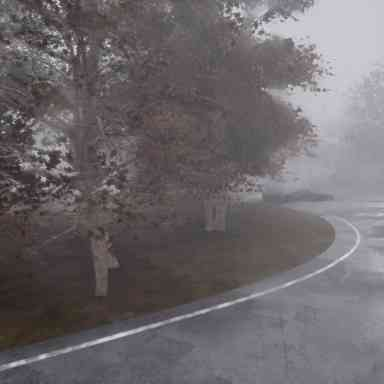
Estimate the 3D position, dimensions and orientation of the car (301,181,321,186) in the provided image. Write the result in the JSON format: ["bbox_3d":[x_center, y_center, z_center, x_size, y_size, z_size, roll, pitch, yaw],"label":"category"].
[{"bbox_3d":[19.794,-0.935,56.341,4.553,1.767,2.097,-5,3,-29],"label":"car"}]

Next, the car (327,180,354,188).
[{"bbox_3d":[27.915,-1.432,62.683,5.008,1.535,1.882,-3,2,-4],"label":"car"}]

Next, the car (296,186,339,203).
[{"bbox_3d":[12.587,0.388,35.450,2.033,1.411,5.357,-4,2,-19],"label":"car"}]

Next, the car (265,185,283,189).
[{"bbox_3d":[13.228,-0.382,54.708,1.882,1.535,5.008,-2,2,42],"label":"car"}]

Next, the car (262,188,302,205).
[{"bbox_3d":[9.335,0.602,35.452,1.895,1.301,4.718,-3,2,-14],"label":"car"}]
